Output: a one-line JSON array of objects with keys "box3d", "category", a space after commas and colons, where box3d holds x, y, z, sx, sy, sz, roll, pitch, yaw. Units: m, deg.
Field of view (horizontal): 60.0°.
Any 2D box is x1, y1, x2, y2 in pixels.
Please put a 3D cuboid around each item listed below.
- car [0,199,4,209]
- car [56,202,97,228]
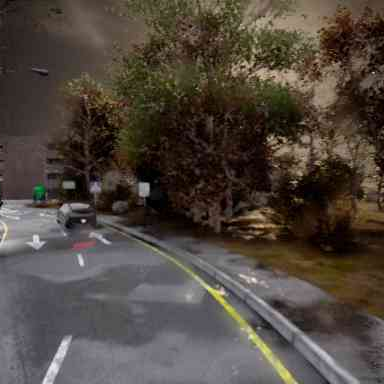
[{"box3d": [-21.876, 1.056, 34.921, 4.902, 1.511, 2.128, 1, 0, 28], "category": "car"}, {"box3d": [-7.609, 1.398, 21.734, 1.837, 1.490, 4.892, 0, 2, -30], "category": "car"}]
